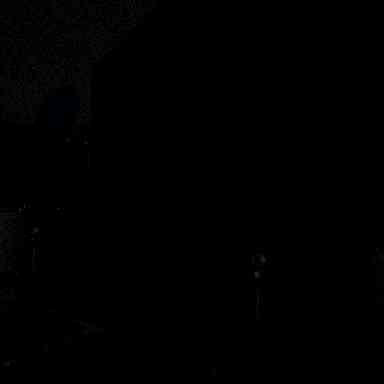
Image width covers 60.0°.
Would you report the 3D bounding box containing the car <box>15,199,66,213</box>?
[{"bbox_3d":[-15.934,1.454,35.122,1.895,1.301,4.718,1,1,36],"label":"car"}]
